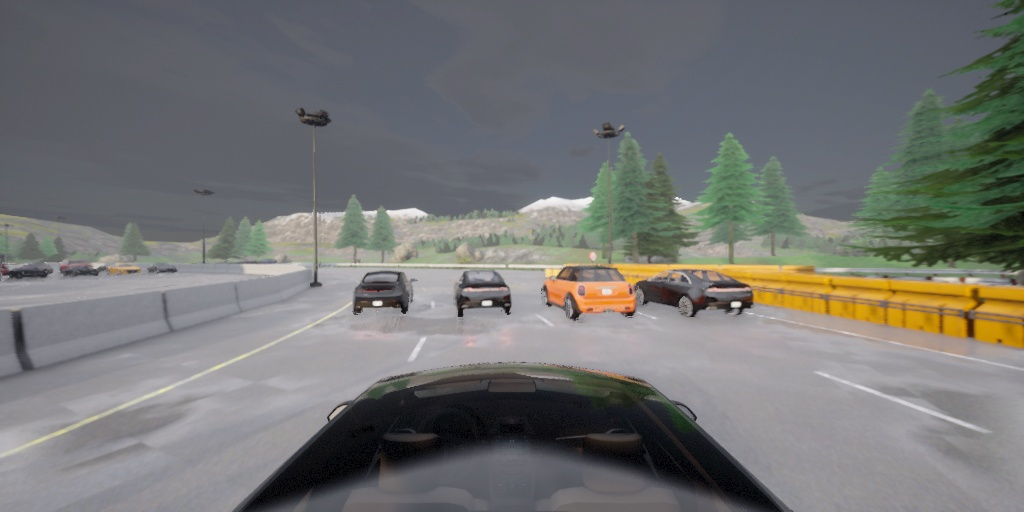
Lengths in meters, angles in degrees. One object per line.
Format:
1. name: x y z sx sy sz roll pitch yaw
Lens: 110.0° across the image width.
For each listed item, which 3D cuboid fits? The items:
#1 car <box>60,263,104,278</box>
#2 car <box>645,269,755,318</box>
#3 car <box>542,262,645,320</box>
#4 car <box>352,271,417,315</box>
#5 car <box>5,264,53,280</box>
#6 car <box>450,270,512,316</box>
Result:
1. car: -49.263 1.763 40.996 4.718 1.301 1.895 0 0 26
2. car: 6.103 1.198 12.749 2.128 1.511 4.902 -1 0 -9
3. car: 2.525 1.094 12.894 2.097 1.767 4.553 -1 0 -9
4. car: -4.945 1.317 14.183 1.837 1.490 4.892 0 0 -12
5. car: -51.431 1.793 38.158 4.718 1.301 1.895 0 0 26
6. car: -1.254 1.269 13.593 2.128 1.511 4.902 0 0 -11
